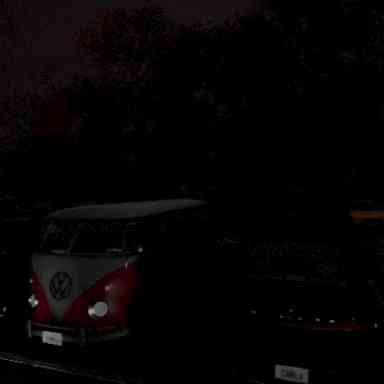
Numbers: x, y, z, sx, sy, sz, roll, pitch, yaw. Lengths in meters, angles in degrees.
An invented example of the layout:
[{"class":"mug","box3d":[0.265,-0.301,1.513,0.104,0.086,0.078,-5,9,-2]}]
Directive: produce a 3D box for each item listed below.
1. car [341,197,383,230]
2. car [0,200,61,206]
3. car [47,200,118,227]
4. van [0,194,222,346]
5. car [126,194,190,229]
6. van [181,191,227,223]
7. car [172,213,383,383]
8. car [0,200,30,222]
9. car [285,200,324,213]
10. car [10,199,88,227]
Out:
[{"class":"car","box3d":[8.536,1.056,16.590,1.946,1.575,5.366,-1,1,19]},{"class":"car","box3d":[-6.216,1.221,8.150,2.435,2.045,5.566,-1,1,19]},{"class":"car","box3d":[-7.151,1.350,22.330,2.002,1.452,4.674,-1,1,20]},{"class":"van","box3d":[-0.979,1.166,6.148,1.878,1.987,4.442,-1,1,19]},{"class":"car","box3d":[-1.917,1.092,20.440,2.185,1.767,4.553,-1,1,19]},{"class":"van","box3d":[0.752,0.946,19.651,1.878,1.987,4.442,-1,1,19]},{"class":"car","box3d":[1.706,1.351,5.322,2.231,1.521,4.892,-1,1,19]},{"class":"car","box3d":[-15.028,1.473,25.113,2.097,1.535,5.008,-1,1,20]},{"class":"car","box3d":[5.972,1.135,17.689,2.002,1.452,4.674,-1,1,19]},{"class":"car","box3d":[-9.777,1.360,23.263,2.097,1.535,5.008,-1,1,20]}]
